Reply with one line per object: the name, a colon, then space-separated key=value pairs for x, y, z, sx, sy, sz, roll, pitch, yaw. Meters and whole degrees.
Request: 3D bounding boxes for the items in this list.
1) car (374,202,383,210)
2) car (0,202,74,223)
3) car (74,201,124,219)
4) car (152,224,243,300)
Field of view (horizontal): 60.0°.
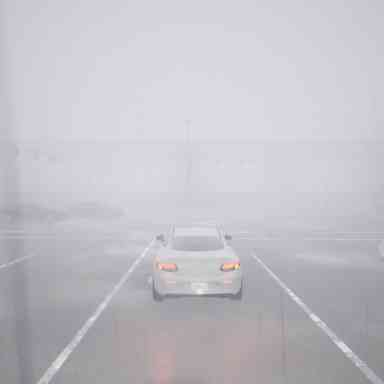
car: x=23.300 y=1.397 z=37.886 sx=4.674 sy=1.442 sz=1.812 roll=-1 pitch=0 yaw=2
car: x=-11.742 y=1.477 z=24.629 sx=5.008 sy=1.535 sz=1.882 roll=0 pitch=0 yaw=2
car: x=-8.184 y=1.502 z=28.033 sx=4.892 sy=1.490 sz=1.837 roll=0 pitch=0 yaw=2
car: x=0.073 y=1.527 z=8.251 sx=1.812 sy=1.442 sz=4.674 roll=0 pitch=0 yaw=-1
